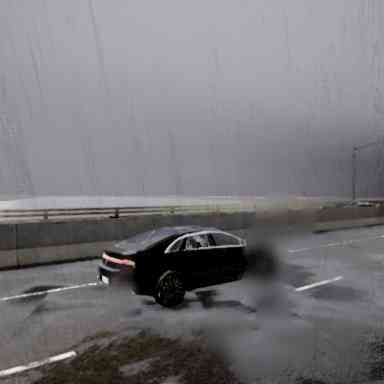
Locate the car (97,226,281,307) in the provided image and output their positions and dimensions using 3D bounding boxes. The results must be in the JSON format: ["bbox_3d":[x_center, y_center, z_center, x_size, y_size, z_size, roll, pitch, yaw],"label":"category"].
[{"bbox_3d":[0.178,1.590,8.238,4.902,1.511,2.128,0,-1,-37],"label":"car"}]

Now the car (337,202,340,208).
[{"bbox_3d":[20.193,1.917,40.639,4.674,1.442,1.812,1,-1,-36],"label":"car"}]

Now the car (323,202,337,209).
[{"bbox_3d":[19.788,1.988,44.653,5.357,1.411,2.033,0,-1,-36],"label":"car"}]

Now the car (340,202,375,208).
[{"bbox_3d":[17.729,1.857,34.537,4.674,1.442,1.812,0,-1,-36],"label":"car"}]
